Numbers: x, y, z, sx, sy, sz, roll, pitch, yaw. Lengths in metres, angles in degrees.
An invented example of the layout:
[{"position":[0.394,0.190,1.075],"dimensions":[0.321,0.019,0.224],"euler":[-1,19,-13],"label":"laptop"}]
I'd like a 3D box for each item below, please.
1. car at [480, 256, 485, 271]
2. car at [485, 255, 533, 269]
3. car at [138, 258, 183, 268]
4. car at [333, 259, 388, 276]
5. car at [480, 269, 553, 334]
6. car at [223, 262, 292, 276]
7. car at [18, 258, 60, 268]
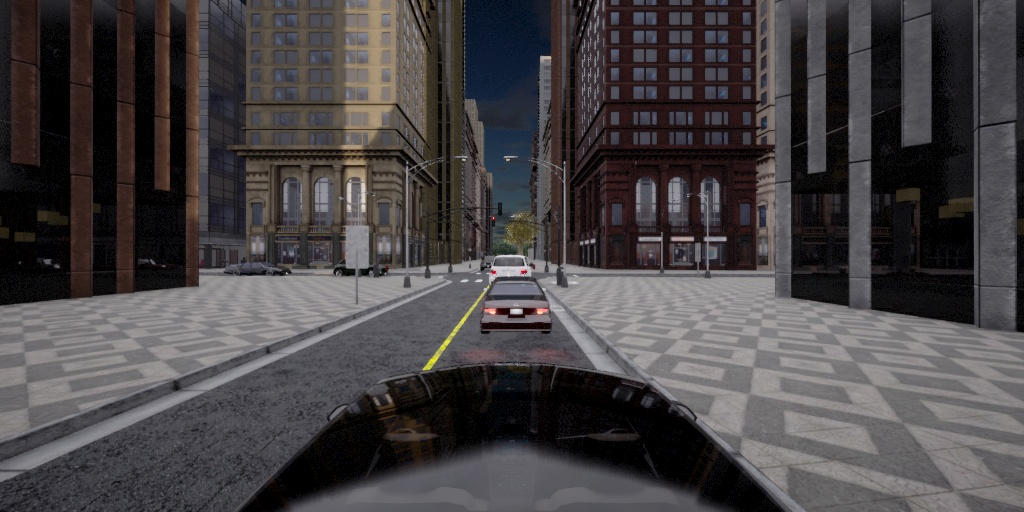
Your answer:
[{"position":[-3.139,0.969,49.469],"dimensions":[2.150,2.045,5.566],"euler":[0,0,-1],"label":"car"},{"position":[0.013,0.971,20.839],"dimensions":[2.150,2.045,5.566],"euler":[0,0,4],"label":"car"},{"position":[-33.364,1.000,33.322],"dimensions":[4.553,1.767,2.097],"euler":[0,0,0],"label":"car"},{"position":[-13.996,1.052,33.323],"dimensions":[4.553,1.767,2.097],"euler":[0,0,0],"label":"car"},{"position":[0.089,1.297,10.594],"dimensions":[2.033,1.411,5.357],"euler":[0,0,0],"label":"car"},{"position":[-23.577,1.220,33.315],"dimensions":[5.357,1.411,2.033],"euler":[0,0,0],"label":"car"},{"position":[-43.166,0.979,33.351],"dimensions":[4.553,1.767,2.097],"euler":[0,0,0],"label":"car"}]
